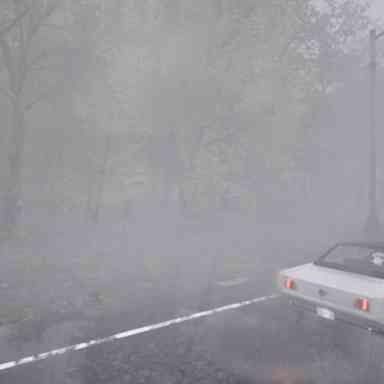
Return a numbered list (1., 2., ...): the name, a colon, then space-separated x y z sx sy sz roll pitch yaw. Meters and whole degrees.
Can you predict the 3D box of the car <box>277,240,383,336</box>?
1. car: 3.912 1.606 6.449 4.718 1.301 1.895 0 0 -35
